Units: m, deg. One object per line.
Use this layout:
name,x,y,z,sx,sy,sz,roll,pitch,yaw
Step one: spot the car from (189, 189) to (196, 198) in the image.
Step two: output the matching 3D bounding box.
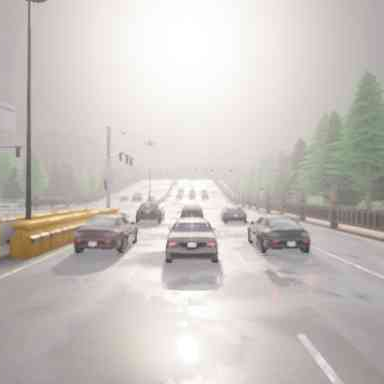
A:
car,0.068,0.873,91.710,1.837,1.490,4.892,0,6,0

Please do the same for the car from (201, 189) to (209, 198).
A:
car,3.571,0.887,92.112,1.994,1.385,4.181,0,6,0

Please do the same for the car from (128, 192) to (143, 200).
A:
car,-13.969,1.222,84.818,2.150,2.045,5.566,0,4,0

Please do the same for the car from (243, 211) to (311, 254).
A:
car,3.519,1.667,14.002,1.812,1.442,4.674,0,0,0

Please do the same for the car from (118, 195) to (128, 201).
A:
car,-17.469,1.591,84.862,1.895,1.301,4.718,0,4,0

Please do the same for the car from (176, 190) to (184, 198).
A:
car,-3.431,0.965,91.769,1.895,1.301,4.718,0,6,0

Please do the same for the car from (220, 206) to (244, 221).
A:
car,3.511,1.852,28.538,1.994,1.385,4.181,0,0,0

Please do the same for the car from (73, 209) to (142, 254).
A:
car,-3.481,1.667,13.999,1.812,1.442,4.674,0,0,0

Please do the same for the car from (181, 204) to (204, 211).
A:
car,0.018,1.773,29.363,1.882,1.535,5.008,0,0,0

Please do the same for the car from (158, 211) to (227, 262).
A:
car,0.005,1.676,12.612,2.033,1.411,5.357,0,-1,0

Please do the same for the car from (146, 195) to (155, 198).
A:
car,-10.469,1.534,84.850,2.033,1.411,5.357,0,4,0

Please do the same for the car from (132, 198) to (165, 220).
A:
car,-3.488,1.638,28.528,2.097,1.767,4.553,0,-1,0
